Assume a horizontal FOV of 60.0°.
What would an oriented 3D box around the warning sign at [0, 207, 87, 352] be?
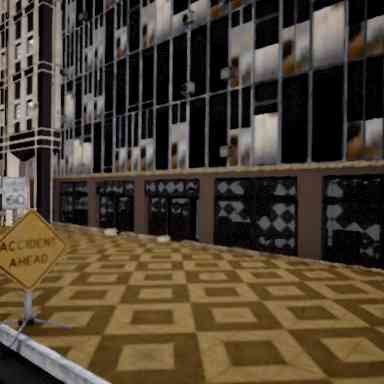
[{"bbox_3d":[-2.541,1.184,5.188,1.060,1.860,1.300,1,-1,39],"label":"warning sign"}]
